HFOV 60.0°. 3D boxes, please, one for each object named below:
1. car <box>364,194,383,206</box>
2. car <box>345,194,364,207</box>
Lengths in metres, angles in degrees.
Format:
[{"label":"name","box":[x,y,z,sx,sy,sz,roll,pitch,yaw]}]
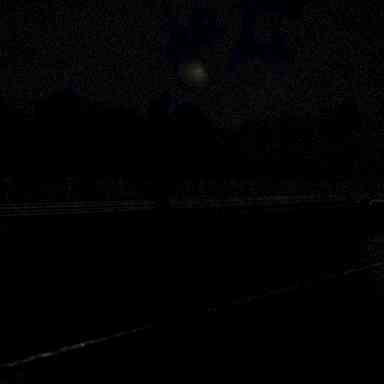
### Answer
[{"label":"car","box":[20.761,1.028,35.217,5.008,1.535,1.882,-1,0,-34]},{"label":"car","box":[19.881,1.010,38.833,5.008,1.535,1.882,-1,0,-33]}]
